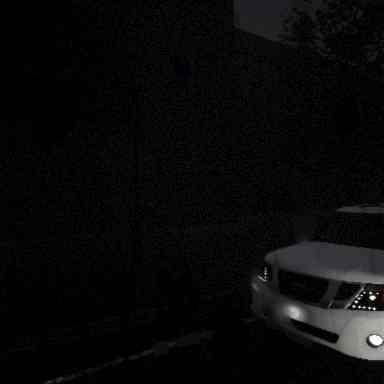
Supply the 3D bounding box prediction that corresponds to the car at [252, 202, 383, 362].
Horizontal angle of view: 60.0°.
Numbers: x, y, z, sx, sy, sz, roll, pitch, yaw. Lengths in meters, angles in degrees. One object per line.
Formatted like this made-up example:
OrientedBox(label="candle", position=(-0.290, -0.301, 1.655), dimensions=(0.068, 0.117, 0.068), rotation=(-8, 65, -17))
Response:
OrientedBox(label="car", position=(3.582, 1.220, 5.932), dimensions=(5.566, 2.045, 2.150), rotation=(0, 0, -35))
